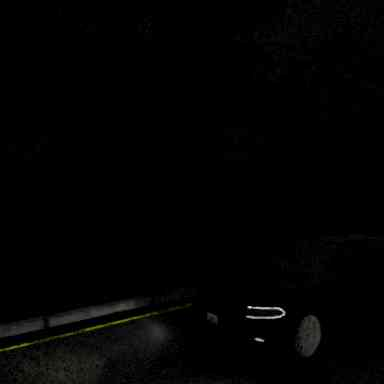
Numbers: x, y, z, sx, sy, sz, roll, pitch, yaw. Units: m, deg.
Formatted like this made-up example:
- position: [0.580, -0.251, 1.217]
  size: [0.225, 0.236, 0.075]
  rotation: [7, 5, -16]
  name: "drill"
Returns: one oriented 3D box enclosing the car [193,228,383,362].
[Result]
- position: [2.315, 1.478, 6.083]
  size: [5.008, 1.535, 1.882]
  rotation: [0, 0, -36]
  name: "car"
